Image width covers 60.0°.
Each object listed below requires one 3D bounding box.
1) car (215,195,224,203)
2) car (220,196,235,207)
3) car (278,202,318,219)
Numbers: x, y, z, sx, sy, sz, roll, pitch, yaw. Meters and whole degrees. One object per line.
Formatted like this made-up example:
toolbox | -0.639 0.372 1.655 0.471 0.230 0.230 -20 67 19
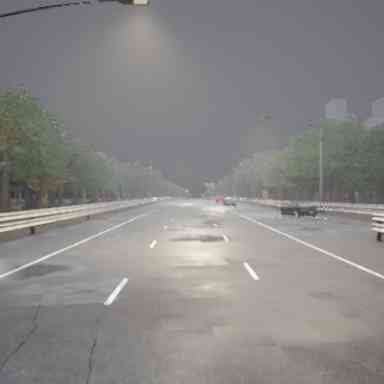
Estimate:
car | 6.978 1.699 82.336 2.150 2.045 5.566 0 0 0
car | 6.751 1.888 60.659 1.994 1.385 4.181 0 0 1
car | 10.227 1.690 32.395 1.882 1.535 5.008 0 0 -13
